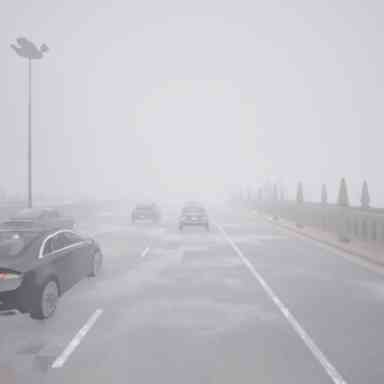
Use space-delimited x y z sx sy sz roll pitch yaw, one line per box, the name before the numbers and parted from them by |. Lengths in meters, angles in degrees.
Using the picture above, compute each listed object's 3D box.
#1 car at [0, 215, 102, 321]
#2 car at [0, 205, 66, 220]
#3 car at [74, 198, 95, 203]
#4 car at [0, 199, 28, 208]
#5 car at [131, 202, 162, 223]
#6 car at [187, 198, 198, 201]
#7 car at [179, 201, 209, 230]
car | -3.397 1.492 7.258 2.128 1.511 4.902 0 0 0
car | -6.894 1.506 15.476 1.837 1.490 4.892 0 0 0
car | -14.011 1.495 43.717 2.128 1.511 4.902 0 0 1
car | -17.558 1.509 32.411 1.837 1.490 4.892 0 0 0
car | -3.390 1.493 25.405 2.128 1.511 4.902 0 0 0
car | 0.117 1.527 42.513 1.812 1.442 4.674 0 0 0
car | 0.108 1.548 21.270 2.033 1.411 5.357 0 0 0
